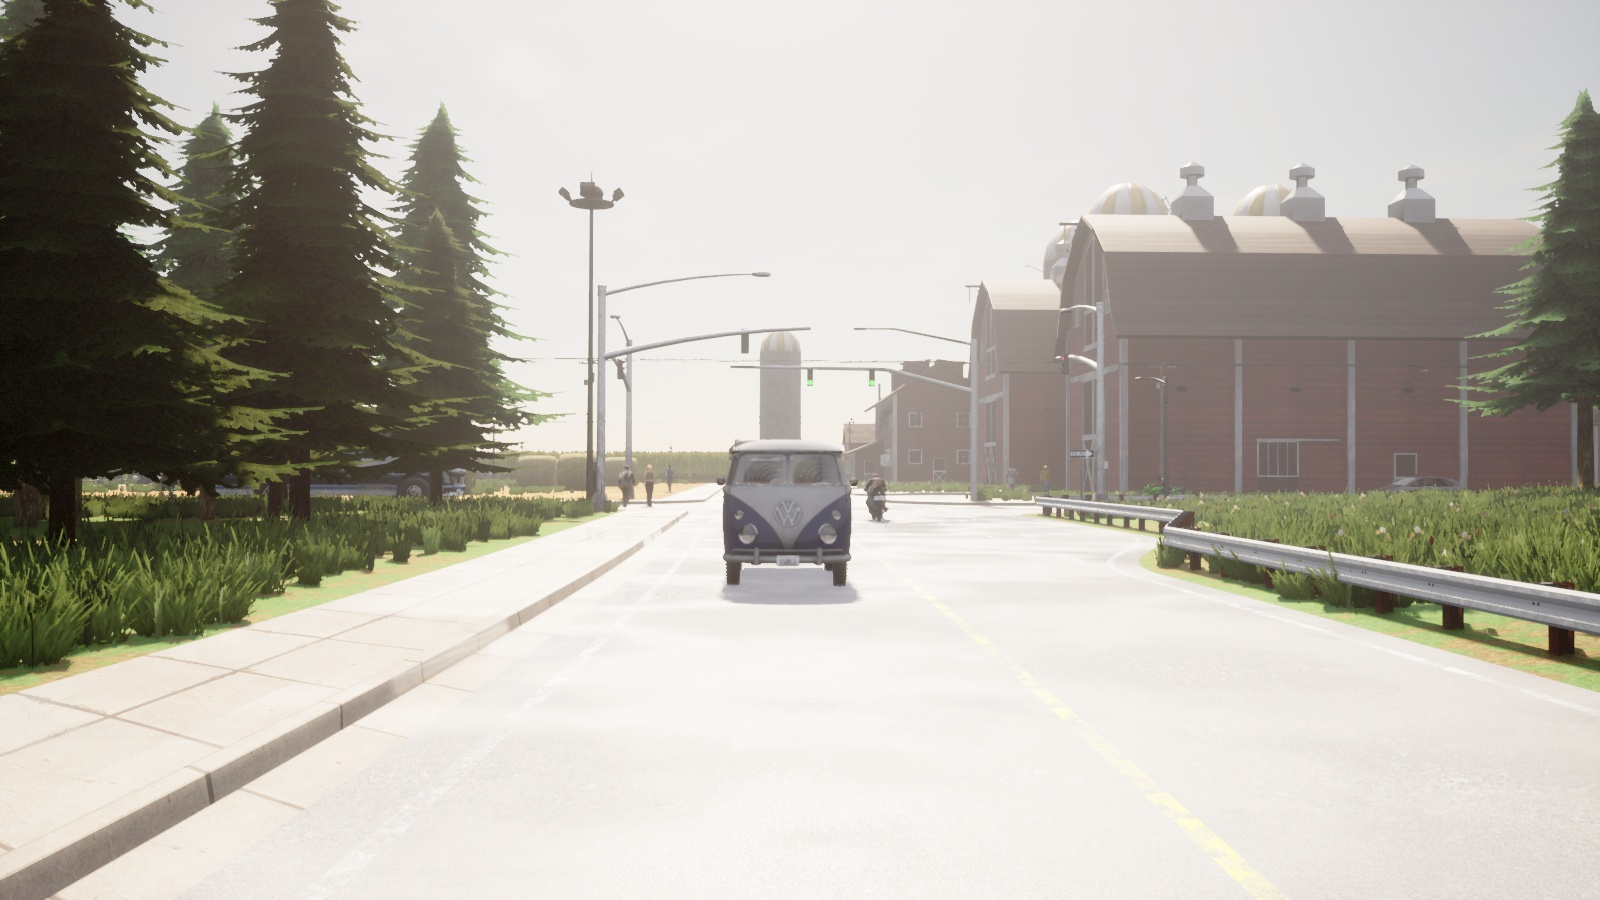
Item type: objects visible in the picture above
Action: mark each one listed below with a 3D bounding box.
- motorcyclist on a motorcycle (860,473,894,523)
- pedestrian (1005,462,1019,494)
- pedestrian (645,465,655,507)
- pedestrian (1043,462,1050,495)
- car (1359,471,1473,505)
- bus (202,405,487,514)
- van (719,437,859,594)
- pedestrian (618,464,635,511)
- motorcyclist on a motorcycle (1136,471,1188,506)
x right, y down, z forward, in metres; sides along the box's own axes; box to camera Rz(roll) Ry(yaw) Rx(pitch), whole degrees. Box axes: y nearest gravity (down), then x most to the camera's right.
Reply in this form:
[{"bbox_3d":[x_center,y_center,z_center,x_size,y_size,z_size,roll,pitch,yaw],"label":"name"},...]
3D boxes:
[{"bbox_3d":[2.447,1.512,40.115,0.866,1.530,2.191,0,-1,-2],"label":"motorcyclist on a motorcycle"},{"bbox_3d":[12.807,1.675,75.742,0.659,1.952,0.873,0,-1,-2],"label":"pedestrian"},{"bbox_3d":[-6.541,1.569,54.702,0.345,1.836,0.594,0,-1,0],"label":"pedestrian"},{"bbox_3d":[13.559,1.560,69.052,0.354,1.836,0.706,0,-1,14],"label":"pedestrian"},{"bbox_3d":[27.474,1.685,56.077,4.193,1.474,1.816,0,-1,-1],"label":"car"},{"bbox_3d":[-18.437,0.402,51.531,10.273,4.253,3.944,0,-1,-1],"label":"bus"},{"bbox_3d":[-0.209,0.875,18.249,1.775,1.987,4.442,0,-1,-2],"label":"van"},{"bbox_3d":[-6.930,1.503,50.178,0.540,1.848,0.694,0,-1,2],"label":"pedestrian"},{"bbox_3d":[16.080,1.695,55.812,2.044,1.523,0.797,0,-1,-1],"label":"motorcyclist on a motorcycle"}]
